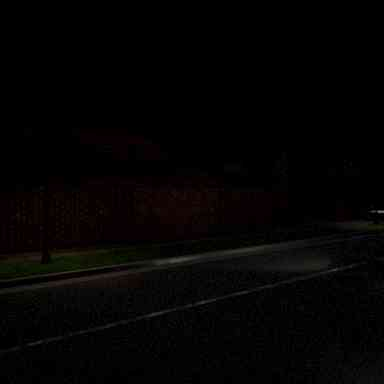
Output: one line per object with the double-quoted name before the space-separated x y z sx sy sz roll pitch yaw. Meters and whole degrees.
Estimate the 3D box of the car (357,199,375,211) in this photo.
"car" 18.674 1.407 38.377 1.994 1.385 4.181 0 1 -35

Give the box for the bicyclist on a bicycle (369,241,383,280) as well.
"bicyclist on a bicycle" 5.126 1.453 8.091 0.582 1.620 1.656 0 0 -36
